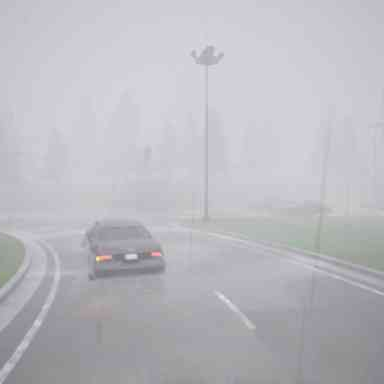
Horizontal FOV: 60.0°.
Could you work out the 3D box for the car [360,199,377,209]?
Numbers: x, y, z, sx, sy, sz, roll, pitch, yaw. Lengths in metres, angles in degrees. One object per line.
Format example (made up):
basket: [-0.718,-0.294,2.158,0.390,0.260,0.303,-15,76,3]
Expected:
car: [24.878,1.501,43.399,5.357,1.411,2.033,0,0,-9]

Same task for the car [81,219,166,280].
car: [-2.243,1.518,9.958,2.033,1.411,5.357,0,0,-20]

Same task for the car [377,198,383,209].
car: [23.143,1.319,36.020,4.553,1.767,2.097,0,0,-10]

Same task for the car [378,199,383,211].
car: [21.016,1.572,32.108,4.718,1.301,1.895,0,0,-10]

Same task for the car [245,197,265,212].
car: [8.709,1.421,37.082,4.902,1.511,2.128,0,0,-10]

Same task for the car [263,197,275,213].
car: [9.813,1.505,33.721,4.181,1.385,1.994,0,0,-10]

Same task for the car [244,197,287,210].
car: [8.966,1.427,40.674,4.892,1.490,1.837,0,0,-10]

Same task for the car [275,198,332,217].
car: [10.321,1.477,30.258,4.674,1.442,1.812,0,0,-10]
